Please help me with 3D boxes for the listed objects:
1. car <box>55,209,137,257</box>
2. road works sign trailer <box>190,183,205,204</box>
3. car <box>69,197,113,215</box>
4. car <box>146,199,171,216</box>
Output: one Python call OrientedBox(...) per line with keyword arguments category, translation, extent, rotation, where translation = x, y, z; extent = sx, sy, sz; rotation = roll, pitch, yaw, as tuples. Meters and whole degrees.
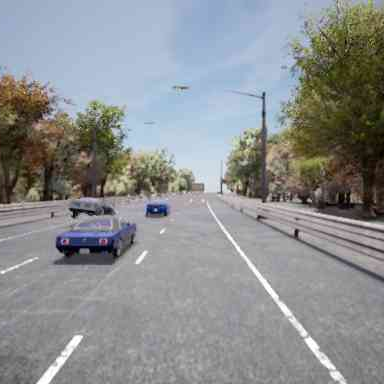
OrientedBox(category="car", translation=(-3.343, 1.561, 12.654), extent=(1.895, 1.301, 4.718), rotation=(0, 0, 0))
OrientedBox(category="road works sign trailer", translation=(0.949, 0.244, 56.645), extent=(2.380, 3.560, 2.880), rotation=(0, 0, 3))
OrientedBox(category="car", translation=(-6.762, 1.134, 23.131), extent=(2.033, 1.411, 5.357), rotation=(7, -6, 1))
OrientedBox(category="car", translation=(-3.080, 1.371, 30.977), extent=(1.882, 1.535, 5.008), rotation=(0, 0, 1))
